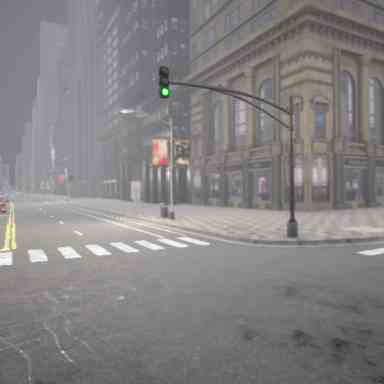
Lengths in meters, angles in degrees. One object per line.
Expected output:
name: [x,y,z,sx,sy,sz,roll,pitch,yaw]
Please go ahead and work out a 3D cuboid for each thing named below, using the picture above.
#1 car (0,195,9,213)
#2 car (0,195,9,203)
car: [-22.371,1.444,37.866,2.150,2.045,5.566,-1,2,-28]
car: [-40.396,1.501,71.294,1.882,1.535,5.008,-1,0,-28]
